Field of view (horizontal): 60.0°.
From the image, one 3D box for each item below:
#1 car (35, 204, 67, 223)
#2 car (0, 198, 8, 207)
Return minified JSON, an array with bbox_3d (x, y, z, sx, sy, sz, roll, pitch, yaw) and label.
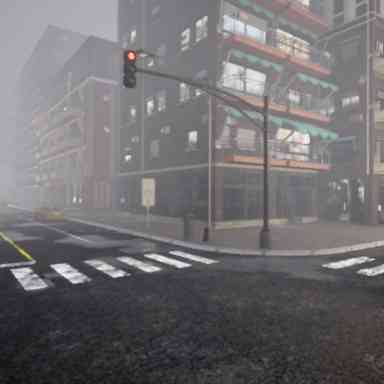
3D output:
[{"bbox_3d":[-11.516,1.634,26.962,1.752,1.417,4.829,1,-1,-36],"label":"car"},{"bbox_3d":[-31.328,1.720,54.571,1.752,1.417,4.829,1,-1,-36],"label":"car"}]
